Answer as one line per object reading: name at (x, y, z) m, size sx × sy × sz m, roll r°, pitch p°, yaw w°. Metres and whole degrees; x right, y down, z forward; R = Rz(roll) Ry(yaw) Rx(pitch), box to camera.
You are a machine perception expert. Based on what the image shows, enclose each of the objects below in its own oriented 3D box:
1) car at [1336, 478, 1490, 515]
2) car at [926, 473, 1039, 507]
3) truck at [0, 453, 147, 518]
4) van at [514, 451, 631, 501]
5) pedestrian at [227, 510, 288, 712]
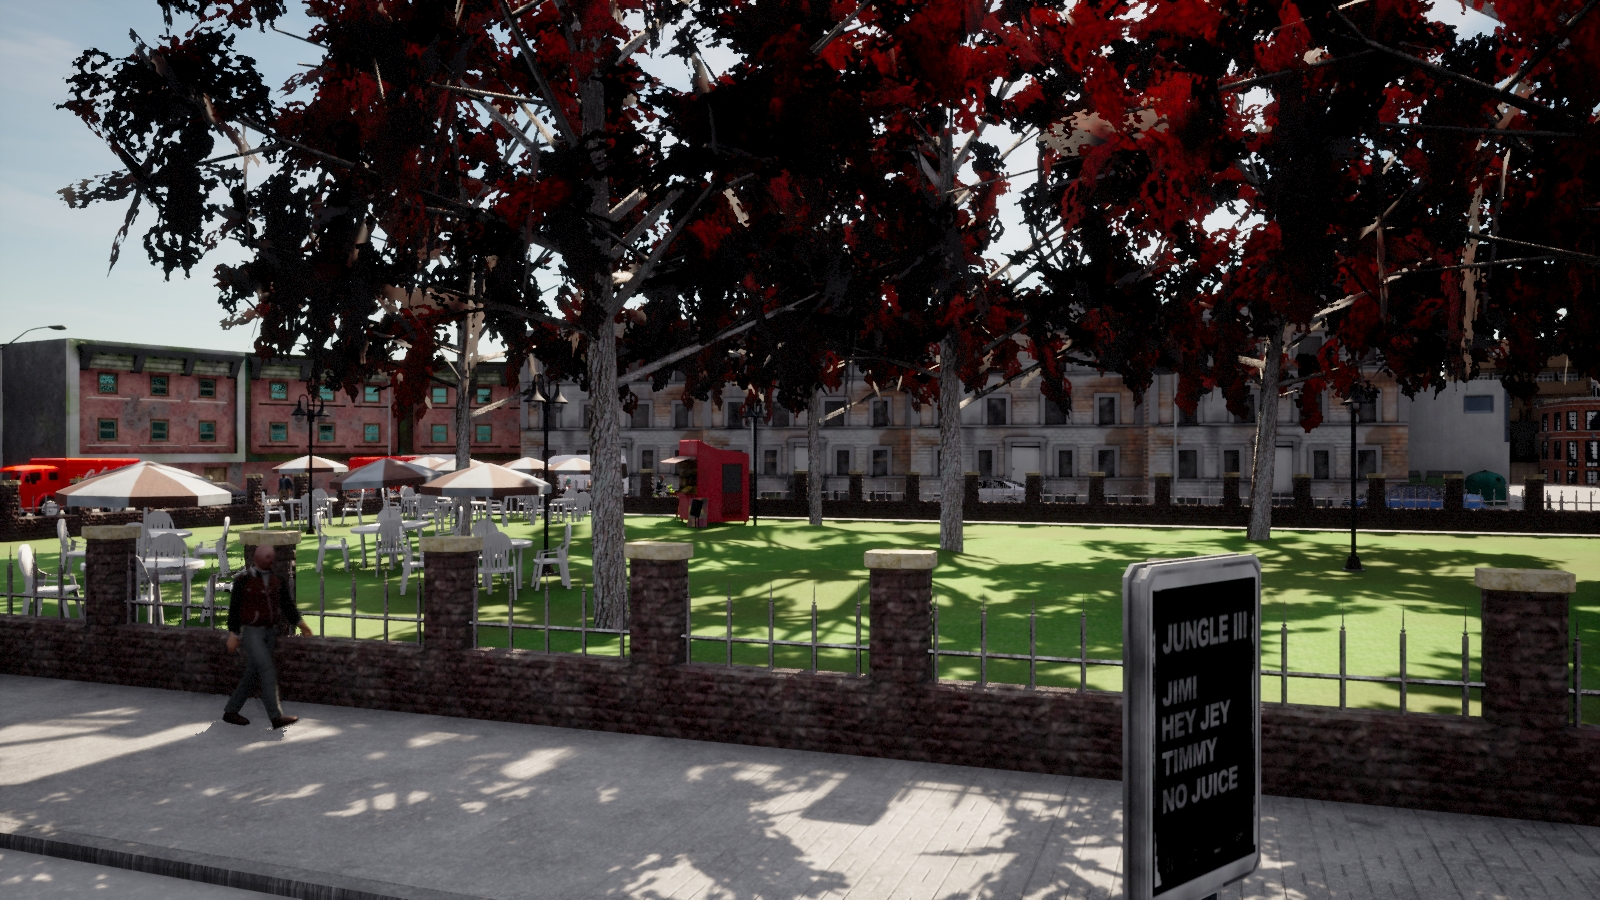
car at (25.167, 1.886, 47.114) m, size 5.357 × 1.411 × 2.033 m, roll 0°, pitch 0°, yaw 20°
car at (8.494, 1.841, 53.178) m, size 4.892 × 1.480 × 2.231 m, roll 0°, pitch 0°, yaw 19°
truck at (-29.814, 1.351, 46.407) m, size 2.627 × 2.467 × 5.204 m, roll 0°, pitch 0°, yaw 20°
van at (-12.059, 1.315, 60.627) m, size 5.915 × 2.561 × 1.988 m, roll 0°, pitch 0°, yaw 20°
pedestrian at (-5.199, 1.523, 10.955) m, size 0.375 × 1.860 × 0.375 m, roll 0°, pitch 0°, yaw 23°
